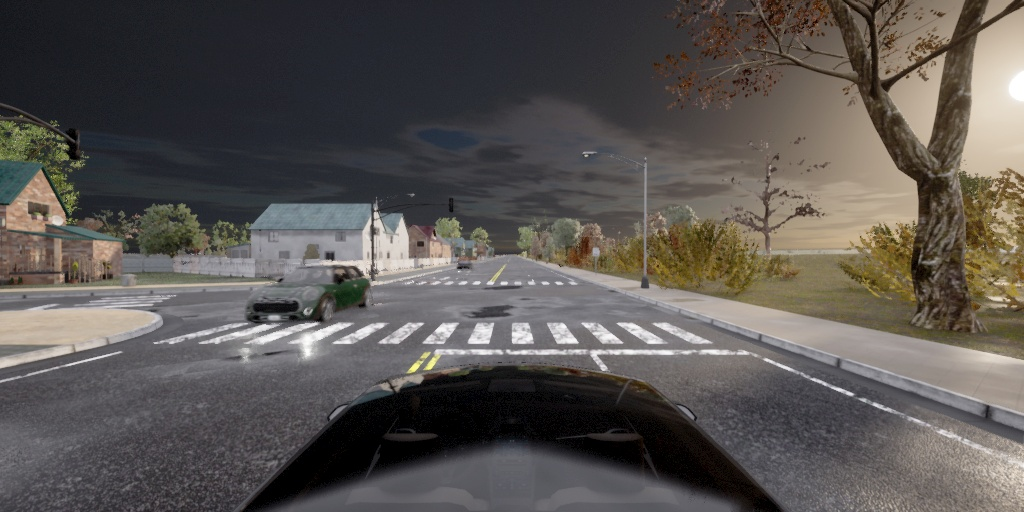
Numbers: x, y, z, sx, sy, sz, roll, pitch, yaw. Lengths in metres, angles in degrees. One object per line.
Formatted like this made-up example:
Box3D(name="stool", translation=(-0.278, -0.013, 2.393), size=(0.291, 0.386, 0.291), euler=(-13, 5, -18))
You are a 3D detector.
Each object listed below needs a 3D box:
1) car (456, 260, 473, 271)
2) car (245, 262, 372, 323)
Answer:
Box3D(name="car", translation=(-6.387, 1.267, 49.244), size=(2.033, 1.411, 5.357), euler=(0, 0, 0))
Box3D(name="car", translation=(-6.473, 1.092, 12.013), size=(2.097, 1.767, 4.553), euler=(0, 0, 0))
